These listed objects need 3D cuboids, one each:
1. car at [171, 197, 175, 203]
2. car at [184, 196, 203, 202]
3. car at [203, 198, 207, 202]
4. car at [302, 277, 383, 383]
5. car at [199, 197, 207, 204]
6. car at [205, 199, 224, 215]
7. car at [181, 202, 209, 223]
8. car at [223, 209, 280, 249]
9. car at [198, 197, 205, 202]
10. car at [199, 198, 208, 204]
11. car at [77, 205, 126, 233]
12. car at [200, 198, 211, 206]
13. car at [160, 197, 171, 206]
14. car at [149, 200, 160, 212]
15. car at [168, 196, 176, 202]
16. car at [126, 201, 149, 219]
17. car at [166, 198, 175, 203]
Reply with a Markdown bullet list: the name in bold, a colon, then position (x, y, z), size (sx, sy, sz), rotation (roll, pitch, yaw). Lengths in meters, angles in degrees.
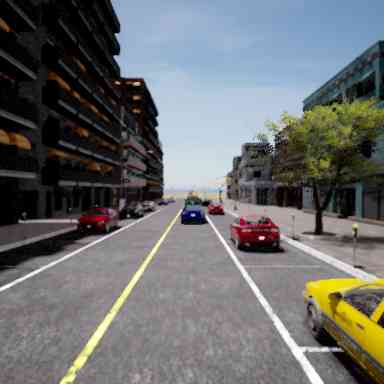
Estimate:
- **car**: position (-5.722, 2.155, 83.145), size (1.802, 1.307, 4.206), rotation (-1, 0, 0)
- **car**: position (0.090, 1.537, 45.745), size (2.150, 2.045, 5.566), rotation (0, 0, 0)
- **car**: position (2.665, 1.981, 60.409), size (1.947, 1.339, 4.313), rotation (-1, 0, 0)
- **car**: position (2.679, 1.552, 3.807), size (1.752, 1.417, 4.829), rotation (-1, 0, 0)
- **car**: position (2.659, 2.100, 83.289), size (1.752, 1.417, 4.829), rotation (-1, 0, 0)
- **car**: position (2.671, 1.840, 37.700), size (1.802, 1.307, 4.206), rotation (-1, 0, 0)
- **car**: position (0.093, 1.751, 27.414), size (1.994, 1.385, 4.181), rotation (0, 0, 0)
- **car**: position (2.676, 1.647, 14.991), size (1.887, 1.381, 4.507), rotation (-1, 0, 0)
- **car**: position (2.656, 2.219, 94.473), size (1.947, 1.339, 4.313), rotation (-1, 0, 0)
- **car**: position (2.660, 2.079, 77.441), size (1.887, 1.381, 4.507), rotation (-1, 0, 0)
- **car**: position (-5.706, 1.686, 20.695), size (1.887, 1.381, 4.507), rotation (-1, 0, 0)
- **car**: position (2.663, 2.006, 66.087), size (2.008, 1.369, 4.403), rotation (-1, 0, 0)
- **car**: position (-5.718, 2.021, 66.113), size (1.947, 1.339, 4.313), rotation (-1, 0, 0)
- **car**: position (-5.711, 1.848, 43.404), size (2.008, 1.369, 4.403), rotation (-1, 0, 0)
- **car**: position (-5.726, 2.093, 94.501), size (1.967, 1.590, 4.097), rotation (-1, 0, 0)
- **car**: position (-5.708, 1.785, 32.050), size (1.947, 1.339, 4.313), rotation (-1, 0, 0)
- **car**: position (-5.723, 2.179, 88.823), size (1.947, 1.339, 4.313), rotation (-1, 0, 0)
